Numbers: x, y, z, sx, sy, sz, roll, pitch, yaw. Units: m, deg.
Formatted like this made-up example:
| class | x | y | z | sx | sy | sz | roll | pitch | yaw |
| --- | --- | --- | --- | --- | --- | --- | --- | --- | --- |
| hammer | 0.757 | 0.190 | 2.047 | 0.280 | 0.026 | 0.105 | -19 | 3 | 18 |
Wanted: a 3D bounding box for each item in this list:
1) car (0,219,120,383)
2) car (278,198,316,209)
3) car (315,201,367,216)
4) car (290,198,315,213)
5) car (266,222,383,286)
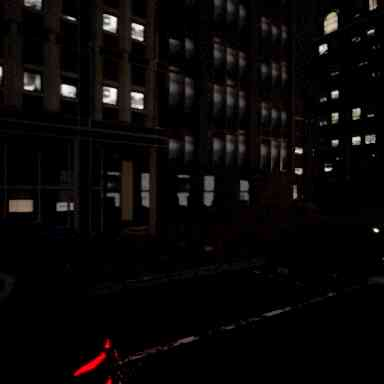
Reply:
| class | x | y | z | sx | sy | sz | roll | pitch | yaw |
| --- | --- | --- | --- | --- | --- | --- | --- | --- | --- |
| car | -3.026 | 1.221 | 1.220 | 5.566 | 2.045 | 2.150 | 0 | 0 | -35 |
| car | 14.199 | 1.498 | 45.302 | 1.752 | 1.417 | 4.829 | 0 | 0 | -36 |
| car | 14.088 | 1.534 | 31.076 | 1.802 | 1.307 | 4.206 | 0 | 0 | -36 |
| car | 10.888 | 1.466 | 35.540 | 1.752 | 1.417 | 4.829 | 0 | 0 | -36 |
| car | 4.008 | 1.567 | 9.415 | 4.313 | 1.339 | 1.947 | 0 | 0 | -36 |
